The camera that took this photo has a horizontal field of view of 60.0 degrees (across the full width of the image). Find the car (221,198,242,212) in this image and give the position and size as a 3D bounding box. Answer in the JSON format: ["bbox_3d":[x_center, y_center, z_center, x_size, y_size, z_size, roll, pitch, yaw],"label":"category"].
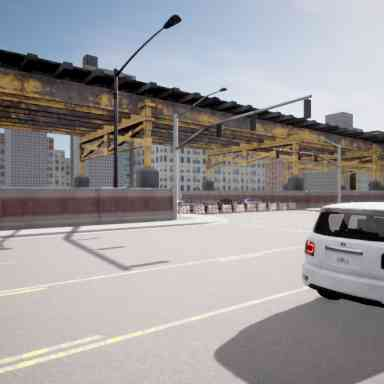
[{"bbox_3d":[4.133,1.453,39.225,2.038,1.542,4.974,0,0,18],"label":"car"}]

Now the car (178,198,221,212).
[{"bbox_3d":[0.381,1.453,36.549,4.974,1.542,2.038,0,0,8],"label":"car"}]

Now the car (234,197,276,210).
[{"bbox_3d":[8.052,1.453,42.975,4.974,1.542,2.038,0,0,-7],"label":"car"}]

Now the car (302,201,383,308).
[{"bbox_3d":[4.732,1.221,7.133,5.566,2.045,2.150,0,0,-35],"label":"car"}]

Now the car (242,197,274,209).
[{"bbox_3d":[8.000,1.295,42.969,4.536,1.218,1.853,0,0,-7],"label":"car"}]

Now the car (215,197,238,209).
[{"bbox_3d":[4.148,1.295,39.275,1.853,1.218,4.536,0,0,18],"label":"car"}]

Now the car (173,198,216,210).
[{"bbox_3d":[0.330,1.295,36.556,4.536,1.218,1.853,0,0,8],"label":"car"}]
